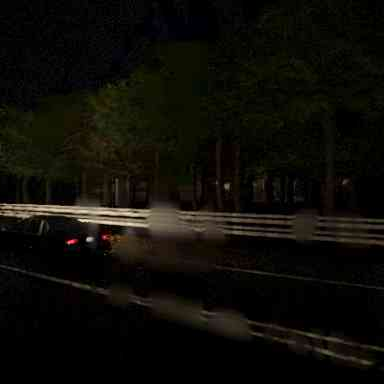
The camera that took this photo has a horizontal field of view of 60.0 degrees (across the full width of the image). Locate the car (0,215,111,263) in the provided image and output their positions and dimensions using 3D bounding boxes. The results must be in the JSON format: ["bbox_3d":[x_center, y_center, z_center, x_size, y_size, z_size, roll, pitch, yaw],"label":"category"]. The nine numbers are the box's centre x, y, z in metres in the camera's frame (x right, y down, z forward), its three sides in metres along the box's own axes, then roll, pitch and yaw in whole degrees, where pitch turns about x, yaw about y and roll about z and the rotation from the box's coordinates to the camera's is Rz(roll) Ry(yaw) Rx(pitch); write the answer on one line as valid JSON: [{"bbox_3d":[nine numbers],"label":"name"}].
[{"bbox_3d":[-5.292,1.553,11.992,5.357,1.411,2.033,0,0,35],"label":"car"}]
